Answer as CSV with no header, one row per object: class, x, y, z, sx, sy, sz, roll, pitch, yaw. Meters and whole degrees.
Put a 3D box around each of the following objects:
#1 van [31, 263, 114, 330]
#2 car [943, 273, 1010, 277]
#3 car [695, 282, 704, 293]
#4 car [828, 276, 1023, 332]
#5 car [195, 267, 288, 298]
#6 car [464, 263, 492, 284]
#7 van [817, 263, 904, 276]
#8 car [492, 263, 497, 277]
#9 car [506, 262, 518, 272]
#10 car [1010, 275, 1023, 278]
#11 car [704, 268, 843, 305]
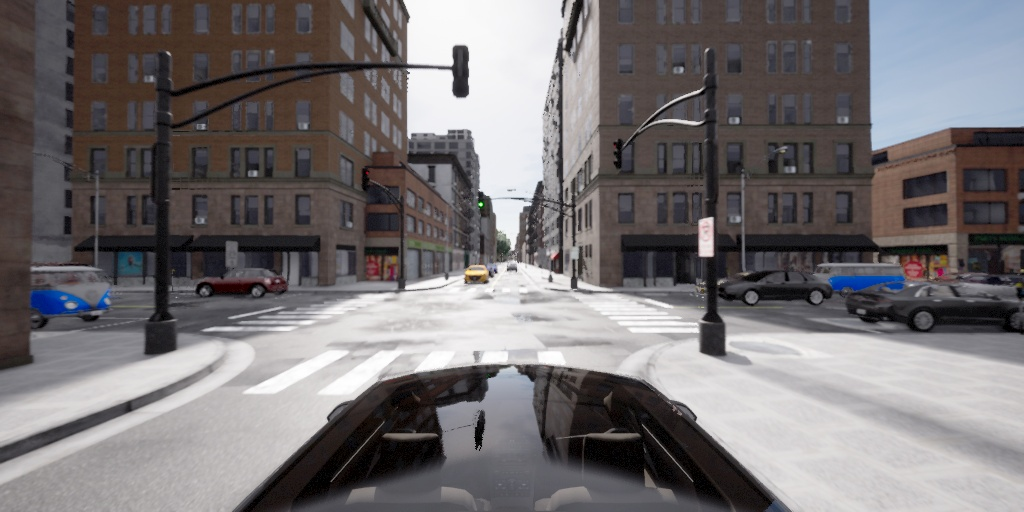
van,-14.673,1.200,10.879,3.998,1.789,1.690,0,0,1
car,21.962,1.525,16.464,4.718,1.301,1.895,0,-1,1
car,12.422,1.475,19.124,4.829,1.417,1.751,0,0,1
car,12.522,1.413,10.598,4.403,1.370,2.007,0,0,1
car,-14.602,1.386,19.404,4.097,1.591,1.967,0,0,1
car,-3.101,1.584,31.955,1.882,1.535,5.008,0,-1,-1
van,18.261,1.291,19.064,3.998,1.789,1.690,0,0,1
car,-3.102,1.814,41.394,1.895,1.301,4.718,0,-1,0
car,-0.003,1.975,60.884,2.033,1.411,5.357,0,-1,0
car,18.359,1.389,10.538,4.829,1.417,1.751,0,0,1
car,11.928,1.429,16.581,4.892,1.490,1.837,0,-1,-1
